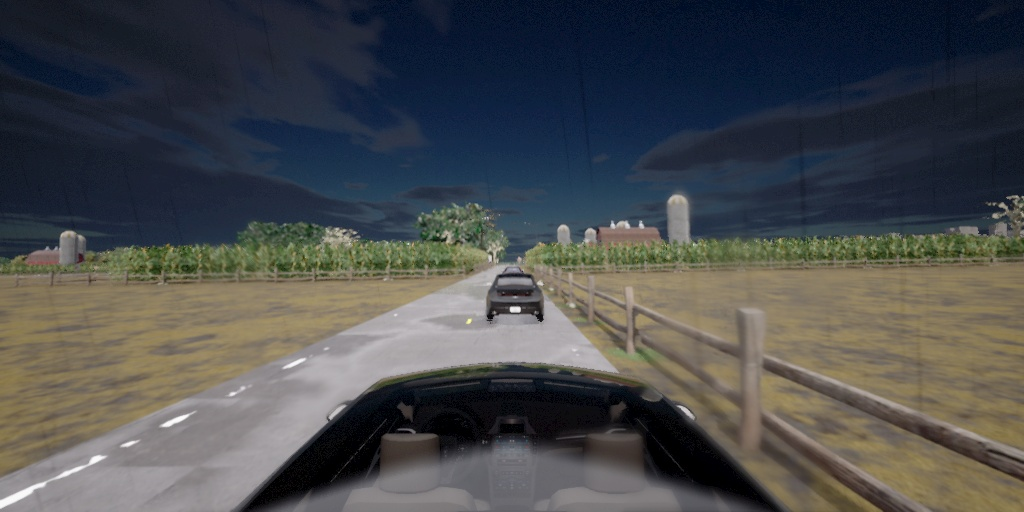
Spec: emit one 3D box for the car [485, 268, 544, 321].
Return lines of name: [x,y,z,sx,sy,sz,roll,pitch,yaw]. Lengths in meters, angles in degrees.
car: [0.097,1.361,13.016,1.837,1.490,4.892,0,-1,0]
